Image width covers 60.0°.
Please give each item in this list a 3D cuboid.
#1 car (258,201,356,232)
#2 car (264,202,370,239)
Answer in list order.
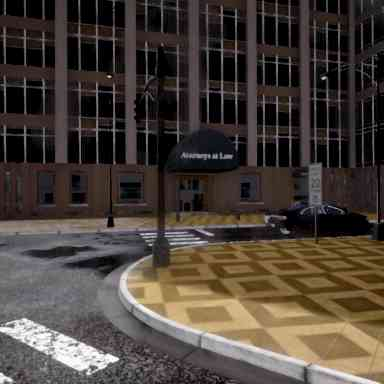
[{"bbox_3d":[6.480,1.313,18.925,4.902,1.511,2.128,0,0,-14],"label":"car"},{"bbox_3d":[6.082,1.309,15.891,4.902,1.511,2.128,0,0,-14],"label":"car"}]
